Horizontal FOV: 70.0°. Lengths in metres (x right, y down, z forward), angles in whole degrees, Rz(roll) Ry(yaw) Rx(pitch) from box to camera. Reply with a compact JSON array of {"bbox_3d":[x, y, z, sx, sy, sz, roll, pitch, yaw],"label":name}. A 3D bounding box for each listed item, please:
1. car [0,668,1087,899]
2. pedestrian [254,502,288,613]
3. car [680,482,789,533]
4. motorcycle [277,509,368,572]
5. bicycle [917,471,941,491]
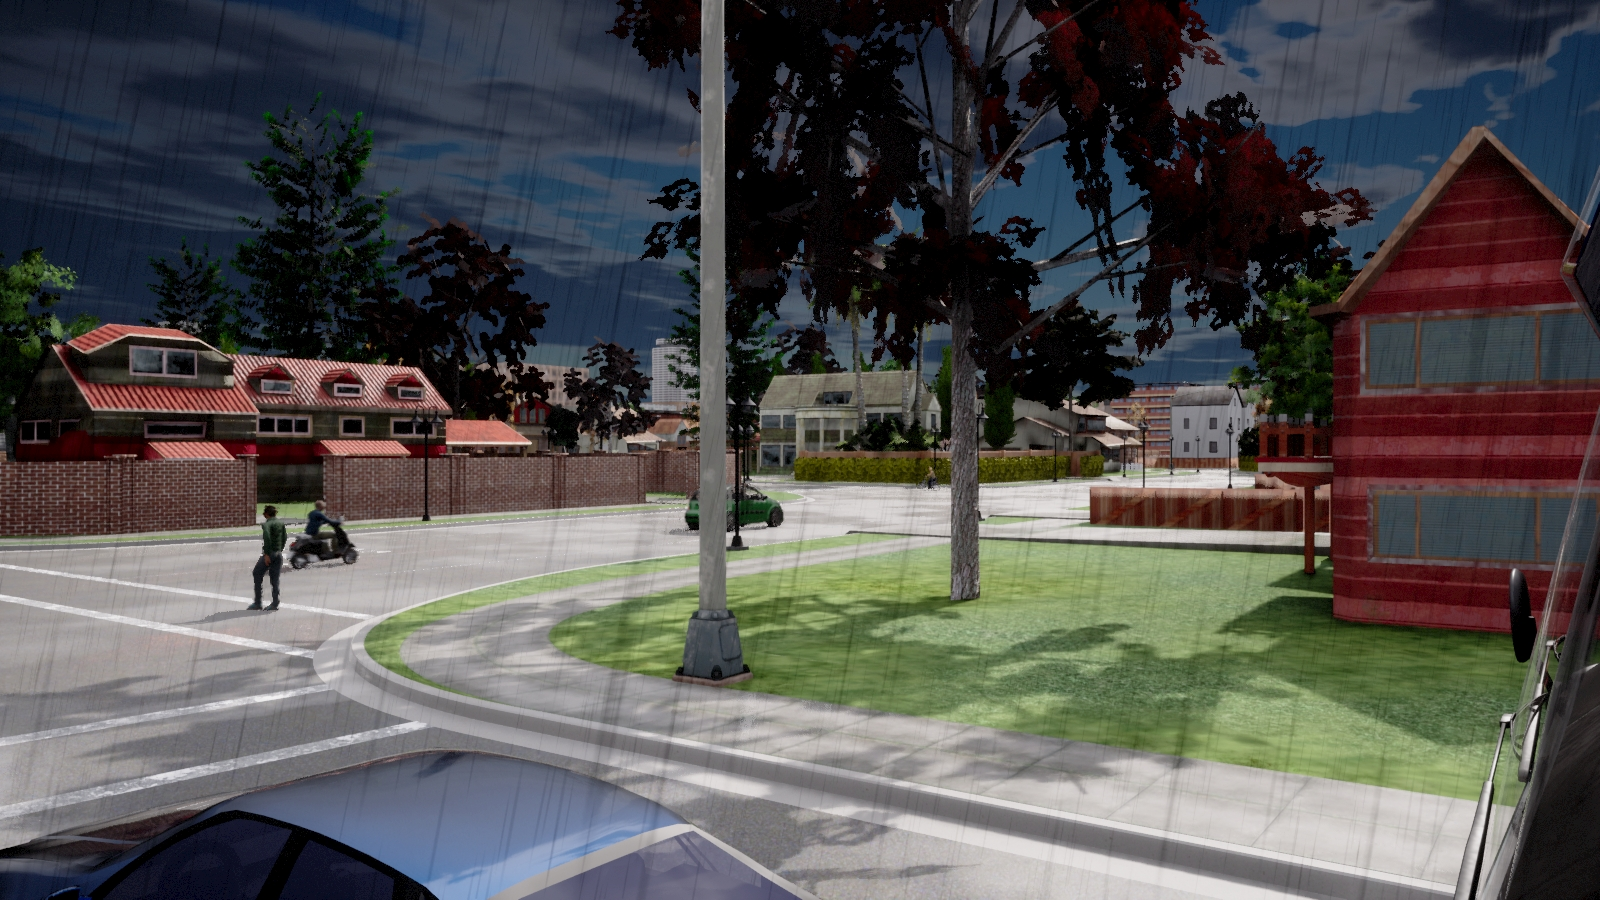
[{"bbox_3d":[-1.713,2.106,4.943,5.357,1.411,2.033,0,0,36],"label":"car"},{"bbox_3d":[-9.142,1.848,19.752,0.375,1.860,0.375,0,0,19],"label":"pedestrian"},{"bbox_3d":[-2.273,1.999,40.596,1.851,1.617,3.988,0,0,34],"label":"car"},{"bbox_3d":[-11.378,2.137,27.258,0.856,1.341,1.805,0,0,36],"label":"motorcycle"},{"bbox_3d":[8.508,2.058,75.289,1.487,1.301,0.859,0,-1,14],"label":"bicycle"}]
